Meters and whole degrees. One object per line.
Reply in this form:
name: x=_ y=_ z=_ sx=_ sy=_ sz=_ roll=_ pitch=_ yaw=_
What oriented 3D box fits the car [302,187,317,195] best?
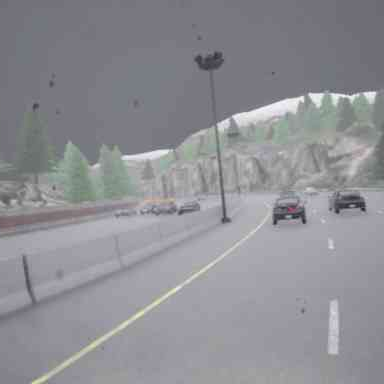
car: x=20.168 y=-0.078 z=57.625 sx=1.812 sy=1.442 sz=4.674 roll=-5 pitch=0 yaw=2

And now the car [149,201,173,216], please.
car: x=-3.223 y=1.913 z=41.231 sx=2.097 sy=1.767 sz=4.553 roll=-6 pitch=0 yaw=11

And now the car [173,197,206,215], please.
car: x=-0.197 y=1.798 z=38.308 sx=2.033 sy=1.411 sz=5.357 roll=-6 pitch=0 yaw=12

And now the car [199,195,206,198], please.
car: x=2.317 y=1.550 z=79.635 sx=1.812 sy=1.442 sz=4.674 roll=-6 pitch=0 yaw=-5

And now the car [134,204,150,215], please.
car: x=-5.843 y=2.338 z=46.327 sx=2.128 sy=1.511 sz=4.902 roll=-6 pitch=0 yaw=9

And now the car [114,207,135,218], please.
car: x=-9.277 y=2.783 z=46.639 sx=1.895 sy=1.301 sz=4.718 roll=-6 pitch=0 yaw=10

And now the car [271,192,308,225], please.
car: x=5.971 y=1.049 z=20.406 sx=1.837 sy=1.490 sz=4.892 roll=-6 pitch=0 yaw=18

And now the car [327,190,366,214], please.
car: x=10.714 y=0.606 z=23.289 sx=1.837 sy=1.490 sz=4.892 roll=-4 pitch=0 yaw=15

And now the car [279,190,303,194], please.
car: x=9.472 y=0.830 z=33.031 sx=2.033 sy=1.411 sz=5.357 roll=-6 pitch=0 yaw=13
